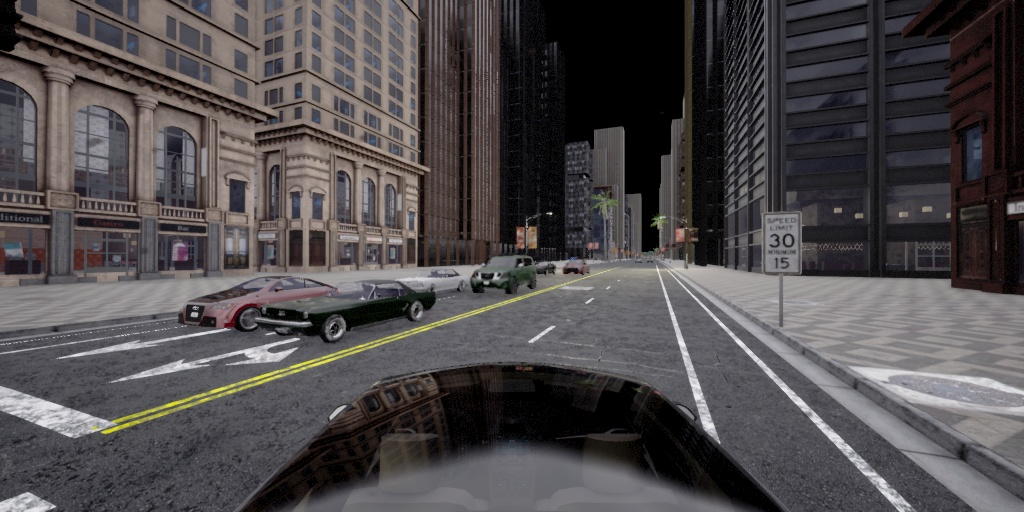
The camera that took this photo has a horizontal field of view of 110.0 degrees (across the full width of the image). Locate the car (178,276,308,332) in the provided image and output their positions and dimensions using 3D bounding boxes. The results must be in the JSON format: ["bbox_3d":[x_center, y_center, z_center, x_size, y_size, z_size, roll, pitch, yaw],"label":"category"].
[{"bbox_3d":[-7.352,1.315,10.985,1.994,1.385,4.181,0,0,22],"label":"car"}]

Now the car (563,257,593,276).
[{"bbox_3d":[6.829,1.125,37.927,2.097,1.767,4.553,0,0,22],"label":"car"}]

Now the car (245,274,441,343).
[{"bbox_3d":[-4.246,1.352,10.012,1.895,1.301,4.718,0,0,24],"label":"car"}]

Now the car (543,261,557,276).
[{"bbox_3d":[3.305,1.250,37.879,1.882,1.535,5.008,0,0,22],"label":"car"}]

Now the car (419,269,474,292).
[{"bbox_3d":[-4.139,1.356,19.136,1.895,1.301,4.718,0,0,22],"label":"car"}]

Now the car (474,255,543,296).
[{"bbox_3d":[-0.256,0.979,20.107,2.150,2.045,5.566,0,0,21],"label":"car"}]
